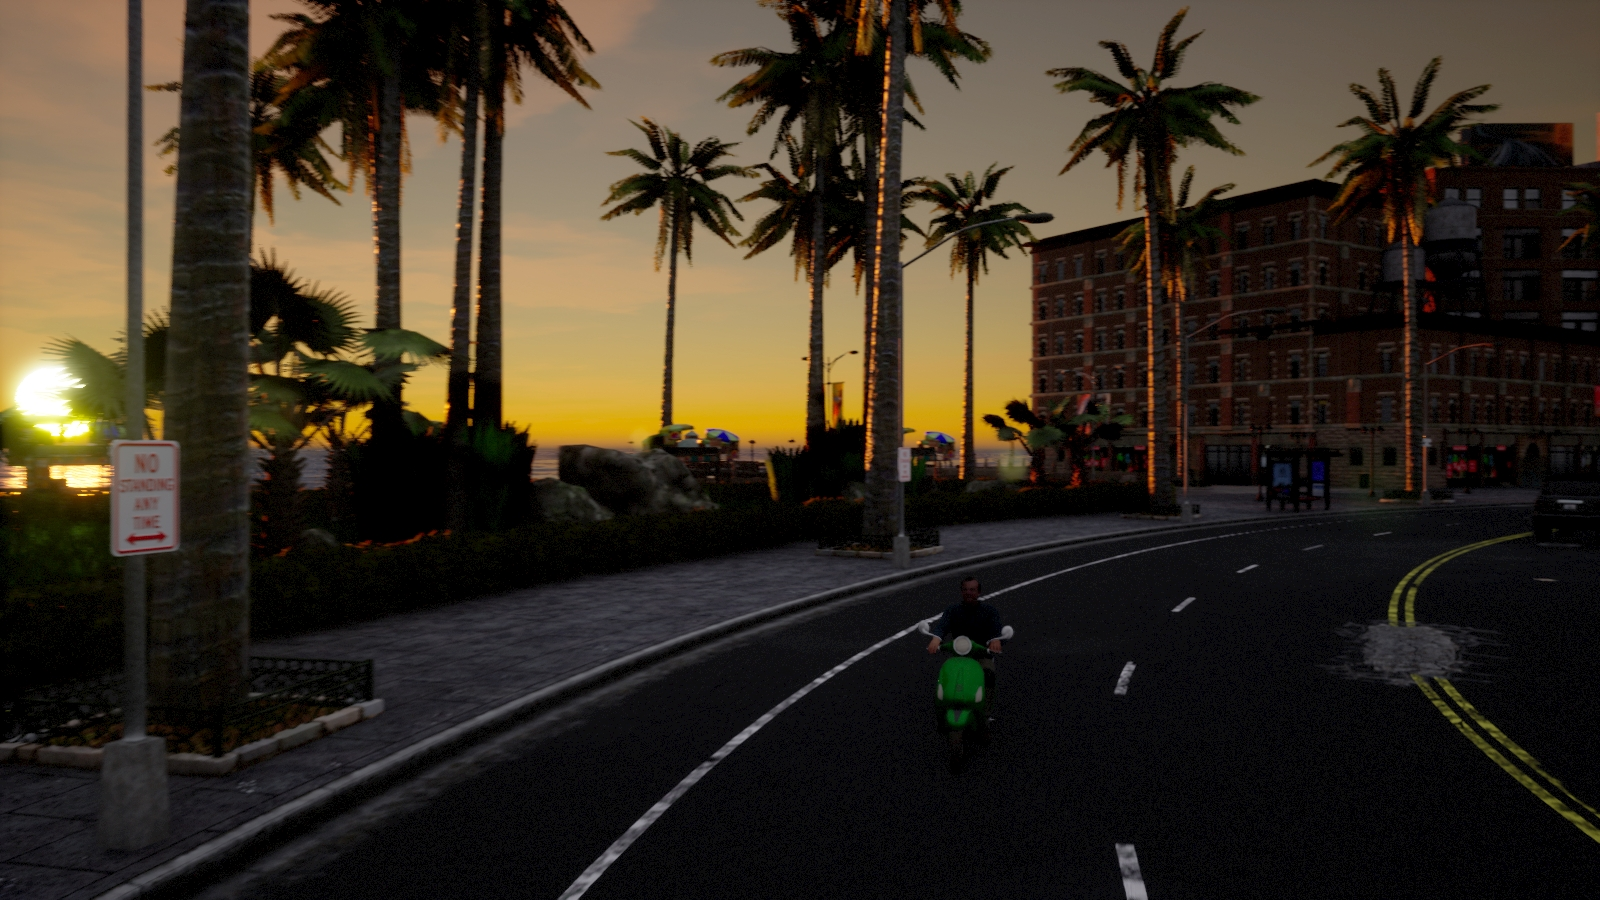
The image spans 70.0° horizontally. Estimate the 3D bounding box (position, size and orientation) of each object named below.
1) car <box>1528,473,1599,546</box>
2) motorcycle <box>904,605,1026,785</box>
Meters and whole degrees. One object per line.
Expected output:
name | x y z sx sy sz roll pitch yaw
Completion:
car | 24.867 1.803 35.955 2.150 2.045 5.566 0 0 45
motorcycle | 1.563 2.183 10.551 0.856 1.236 1.805 0 0 16
